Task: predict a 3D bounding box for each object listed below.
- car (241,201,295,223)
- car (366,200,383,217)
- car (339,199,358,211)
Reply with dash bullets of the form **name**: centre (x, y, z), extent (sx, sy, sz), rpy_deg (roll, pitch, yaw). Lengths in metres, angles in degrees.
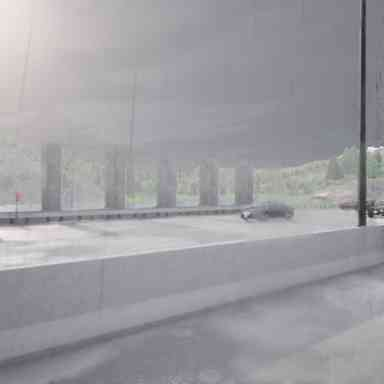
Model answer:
- **car**: centre (5.885, 1.472, 25.640), extent (4.902, 1.511, 2.128), rpy_deg (0, 0, -37)
- **car**: centre (17.814, 1.515, 30.249), extent (4.892, 1.490, 1.837), rpy_deg (0, 0, -37)
- **car**: centre (20.186, 1.550, 40.782), extent (5.357, 1.411, 2.033), rpy_deg (0, 0, -37)
